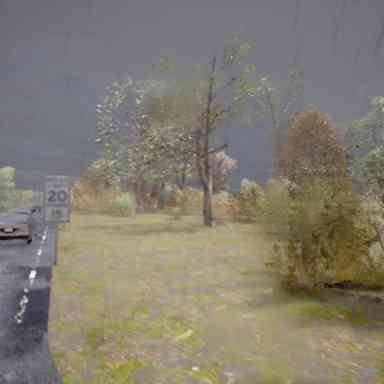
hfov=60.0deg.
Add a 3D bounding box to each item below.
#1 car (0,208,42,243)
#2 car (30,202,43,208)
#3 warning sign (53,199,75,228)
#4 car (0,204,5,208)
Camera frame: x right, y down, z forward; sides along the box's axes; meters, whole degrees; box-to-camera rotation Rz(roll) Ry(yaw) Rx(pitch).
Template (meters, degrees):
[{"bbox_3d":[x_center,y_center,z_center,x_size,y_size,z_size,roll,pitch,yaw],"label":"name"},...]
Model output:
[{"bbox_3d":[-8.878,1.718,16.707,2.033,1.411,5.357,1,-1,-22],"label":"car"},{"bbox_3d":[-18.463,1.930,40.255,1.837,1.490,4.892,1,0,-22],"label":"car"},{"bbox_3d":[-8.338,1.380,21.683,1.300,1.860,1.060,1,-1,-22],"label":"warning sign"},{"bbox_3d":[-16.277,1.745,27.157,1.837,1.490,4.892,1,-1,-22],"label":"car"}]
